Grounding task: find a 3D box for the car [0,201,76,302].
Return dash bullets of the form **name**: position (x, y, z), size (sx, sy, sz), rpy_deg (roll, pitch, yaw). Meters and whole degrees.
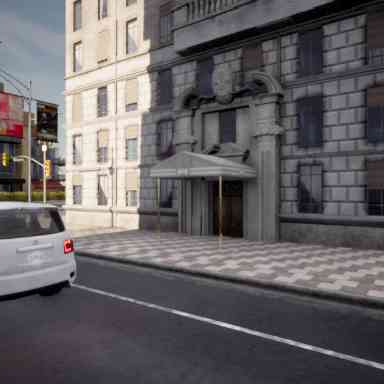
- **car**: position (-4.924, 1.221, 7.395), size (5.566, 2.045, 2.150), rpy_deg (0, 0, 35)
